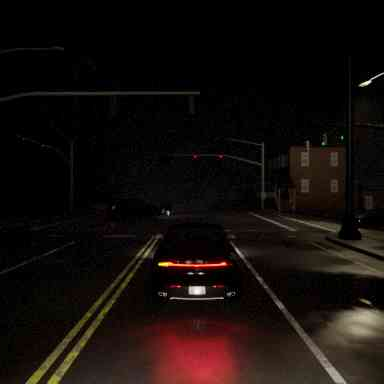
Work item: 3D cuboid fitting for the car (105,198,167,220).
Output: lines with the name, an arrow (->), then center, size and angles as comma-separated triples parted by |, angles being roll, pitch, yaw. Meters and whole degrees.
car -> -4.884, 1.313, 28.175 | 4.553, 1.767, 2.097 | 0, 0, -31

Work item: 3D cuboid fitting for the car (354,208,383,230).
car -> 16.625, 2.400, 28.834 | 5.566, 2.045, 2.150 | 9, 0, 0

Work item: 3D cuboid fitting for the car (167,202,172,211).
car -> -3.673, 2.056, 45.643 | 2.033, 1.411, 5.357 | 0, -4, 0

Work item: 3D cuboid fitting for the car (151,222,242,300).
car -> 0.086, 1.505, 8.346 | 1.837, 1.490, 4.892 | 0, 0, 0
